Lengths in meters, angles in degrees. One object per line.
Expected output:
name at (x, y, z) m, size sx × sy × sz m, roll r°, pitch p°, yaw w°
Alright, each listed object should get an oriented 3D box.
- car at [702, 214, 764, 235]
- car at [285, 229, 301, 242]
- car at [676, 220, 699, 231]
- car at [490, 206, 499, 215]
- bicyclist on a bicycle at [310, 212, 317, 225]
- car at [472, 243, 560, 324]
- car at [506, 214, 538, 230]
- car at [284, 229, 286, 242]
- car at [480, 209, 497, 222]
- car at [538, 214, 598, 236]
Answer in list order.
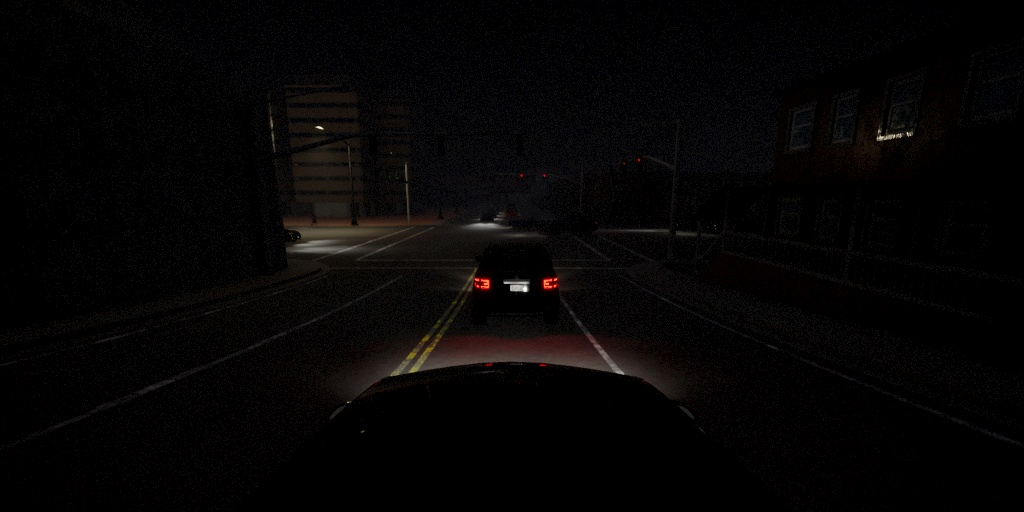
car at (22.850, -3.270, 36.635) m, size 5.566 × 2.045 × 2.150 m, roll 0°, pitch 10°, yaw 1°
car at (-20.104, -1.803, 29.610) m, size 4.892 × 1.490 × 1.837 m, roll 0°, pitch 10°, yaw 0°
car at (20.358, -3.487, 40.160) m, size 4.718 × 1.301 × 1.895 m, roll 0°, pitch 10°, yaw 1°
car at (-3.721, -7.443, 62.849) m, size 1.812 × 1.442 × 4.674 m, roll 0°, pitch 10°, yaw 0°
bicyclist on a bicycle at (-25.375, -4.780, 45.836) m, size 0.582 × 1.620 × 1.656 m, roll 0°, pitch 10°, yaw 0°
car at (0.063, 0.603, 10.723) m, size 2.150 × 2.045 × 5.566 m, roll 0°, pitch 4°, yaw -1°
car at (1.973, -3.908, 42.581) m, size 4.718 × 1.301 × 1.895 m, roll 6°, pitch 12°, yaw 32°
car at (-19.911, -1.229, 26.165) m, size 4.902 × 1.511 × 2.128 m, roll 0°, pitch 10°, yaw 0°
car at (-3.724, -5.875, 54.102) m, size 1.895 × 1.301 × 4.718 m, roll 0°, pitch 10°, yaw 0°
car at (5.809, -3.178, 36.056) m, size 5.566 × 2.045 × 2.150 m, roll -2°, pitch 9°, yaw -11°
